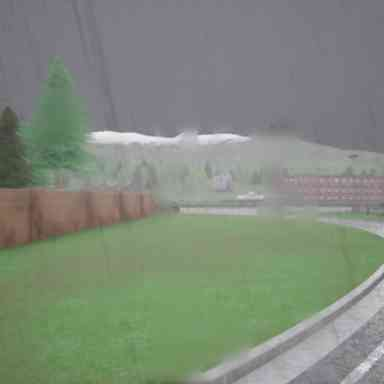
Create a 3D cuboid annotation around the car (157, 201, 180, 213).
[{"bbox_3d":[-4.029,2.050,46.769,4.553,1.767,2.097,0,-1,10],"label":"car"}]
